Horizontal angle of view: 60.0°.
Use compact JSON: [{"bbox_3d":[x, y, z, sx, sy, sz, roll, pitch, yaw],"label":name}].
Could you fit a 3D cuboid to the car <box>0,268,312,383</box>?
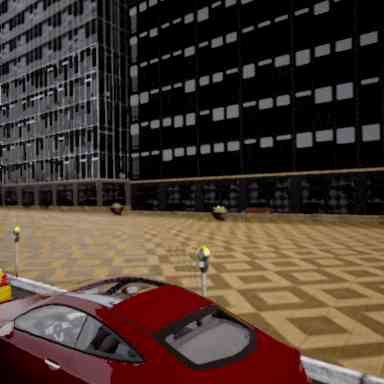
[{"bbox_3d":[-0.908,1.596,3.535,4.206,1.307,1.802,0,-1,36],"label":"car"}]
